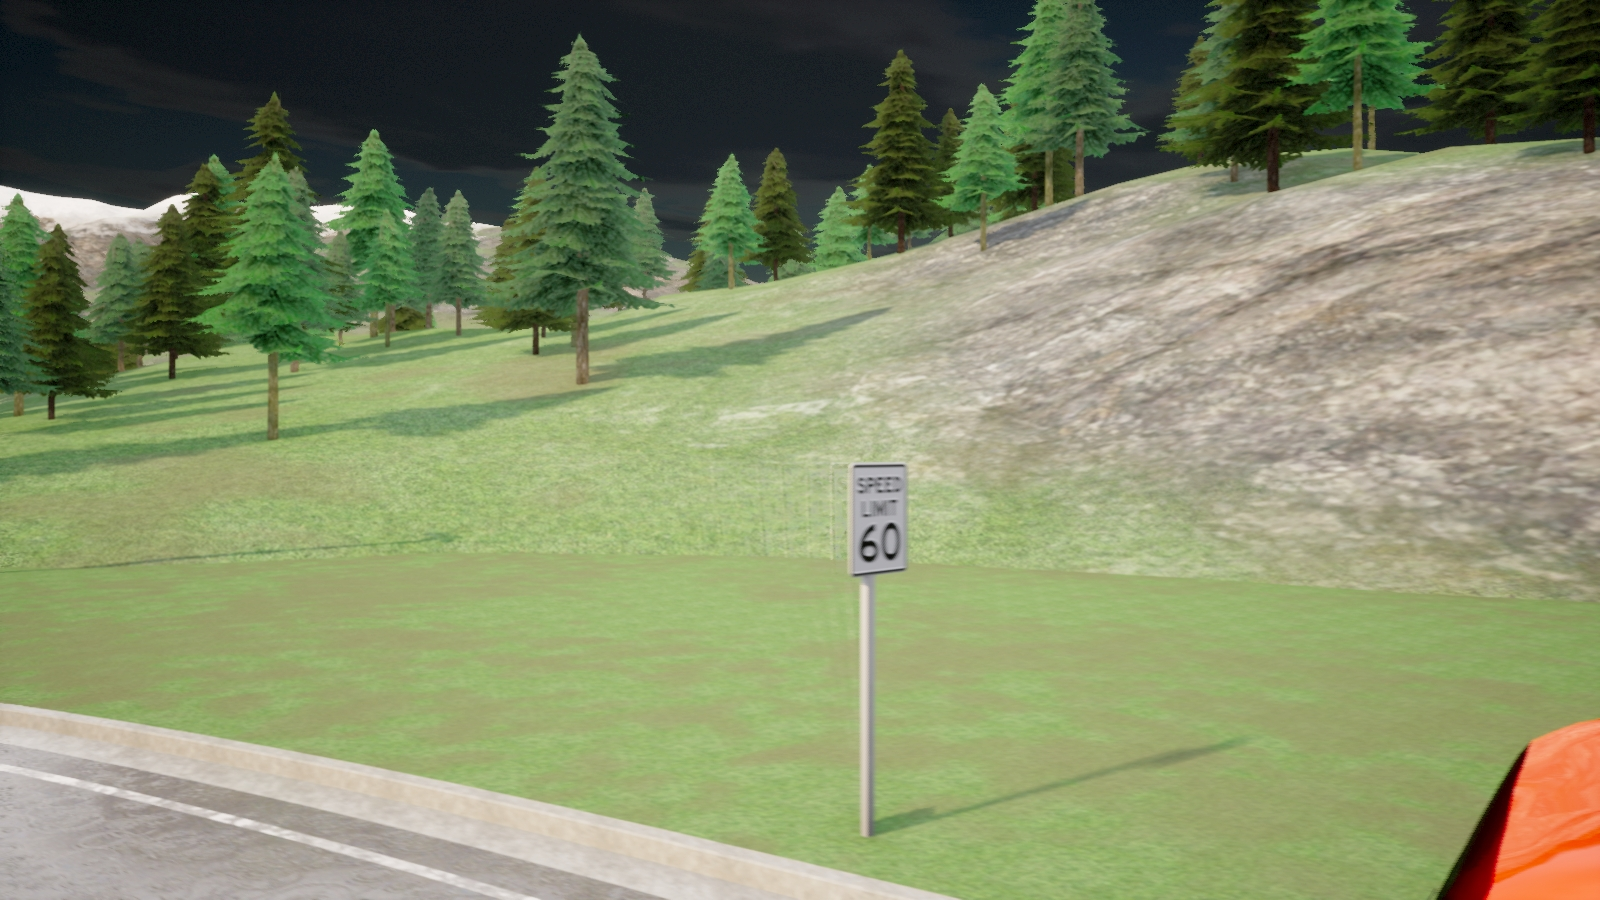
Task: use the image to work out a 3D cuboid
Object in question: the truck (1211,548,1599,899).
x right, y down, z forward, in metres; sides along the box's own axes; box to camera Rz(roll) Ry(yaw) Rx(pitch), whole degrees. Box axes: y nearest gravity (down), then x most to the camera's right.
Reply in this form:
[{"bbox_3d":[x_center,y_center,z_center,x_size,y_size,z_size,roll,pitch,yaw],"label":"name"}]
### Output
[{"bbox_3d":[3.516,1.568,1.328,5.204,2.467,2.627,0,0,35],"label":"truck"}]
